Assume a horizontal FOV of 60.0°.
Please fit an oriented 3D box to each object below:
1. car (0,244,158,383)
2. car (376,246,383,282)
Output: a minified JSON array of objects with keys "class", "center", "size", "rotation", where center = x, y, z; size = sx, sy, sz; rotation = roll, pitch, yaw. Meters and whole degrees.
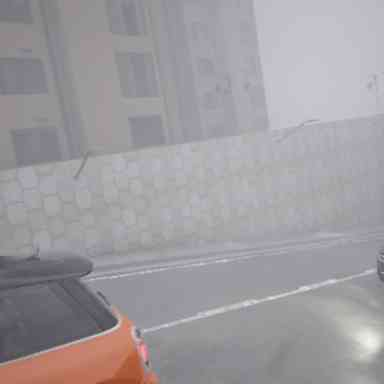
[{"class":"car","center":[-2.537,1.371,2.174],"size":[4.553,1.767,2.097],"rotation":[-1,0,-35]},{"class":"car","center":[6.842,1.581,8.855],"size":[5.008,1.535,1.882],"rotation":[1,-1,-36]}]
